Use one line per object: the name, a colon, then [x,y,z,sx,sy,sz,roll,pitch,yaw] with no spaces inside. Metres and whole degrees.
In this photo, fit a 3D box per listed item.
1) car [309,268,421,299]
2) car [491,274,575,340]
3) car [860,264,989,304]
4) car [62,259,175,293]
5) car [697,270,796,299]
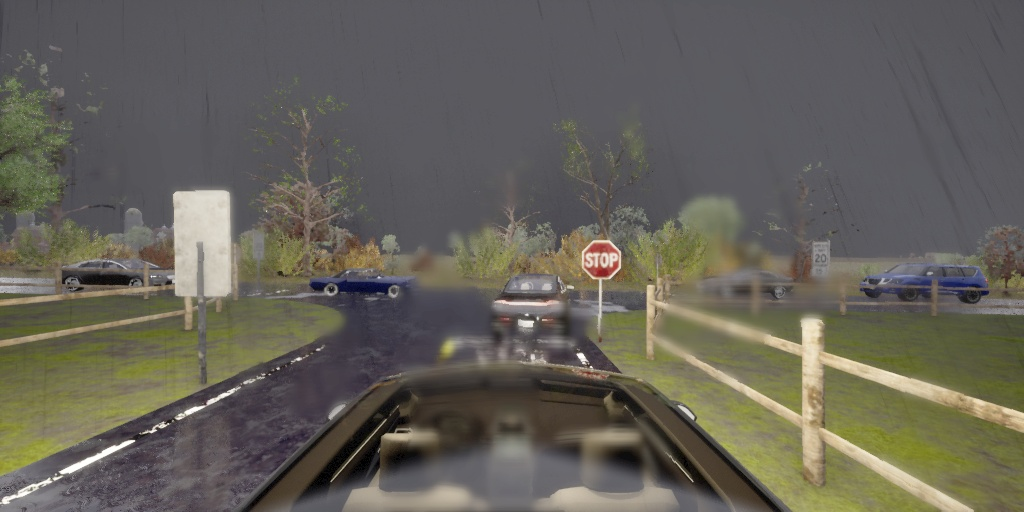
car: [-6.824,1.248,17.095,4.718,1.301,1.895,1,1,0]
car: [0.705,1.240,10.065,2.128,1.511,4.902,0,0,9]
car: [22.897,1.466,20.015,5.566,2.045,2.150,1,1,0]
car: [-18.492,0.885,17.111,4.902,1.511,2.128,1,1,0]
car: [13.002,1.525,20.025,4.902,1.511,2.128,1,1,0]
